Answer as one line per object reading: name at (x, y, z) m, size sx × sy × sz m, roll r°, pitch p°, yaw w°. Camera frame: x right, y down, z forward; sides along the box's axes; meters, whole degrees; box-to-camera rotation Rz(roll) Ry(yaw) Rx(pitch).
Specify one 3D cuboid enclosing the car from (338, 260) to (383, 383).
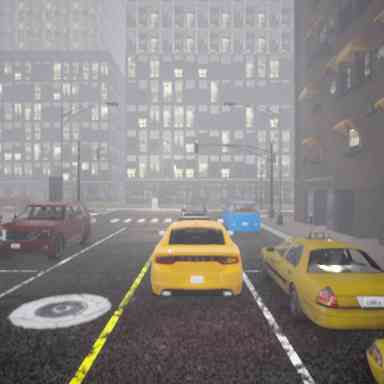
car at (2.570, 1.523, 1.371) m, size 1.752 × 1.417 × 4.829 m, roll 0°, pitch 0°, yaw 0°

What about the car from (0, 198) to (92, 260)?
car at (-5.292, 1.299, 12.494) m, size 2.192 × 1.841 × 5.009 m, roll 0°, pitch 0°, yaw 0°

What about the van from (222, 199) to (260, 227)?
van at (2.597, 1.319, 18.122) m, size 1.690 × 1.788 × 3.998 m, roll 0°, pitch 0°, yaw 0°

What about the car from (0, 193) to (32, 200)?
car at (-20.815, 1.055, 38.135) m, size 5.009 × 1.841 × 2.192 m, roll 1°, pitch -1°, yaw 0°

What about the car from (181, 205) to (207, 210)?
car at (0.133, 1.468, 19.095) m, size 2.128 × 1.511 × 4.902 m, roll 0°, pitch 0°, yaw 0°

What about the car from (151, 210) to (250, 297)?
car at (0.112, 1.466, 8.623) m, size 1.882 × 1.535 × 5.008 m, roll 0°, pitch 0°, yaw 0°

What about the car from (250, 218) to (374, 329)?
car at (2.579, 1.516, 7.012) m, size 1.752 × 1.417 × 4.829 m, roll 0°, pitch 0°, yaw 0°
